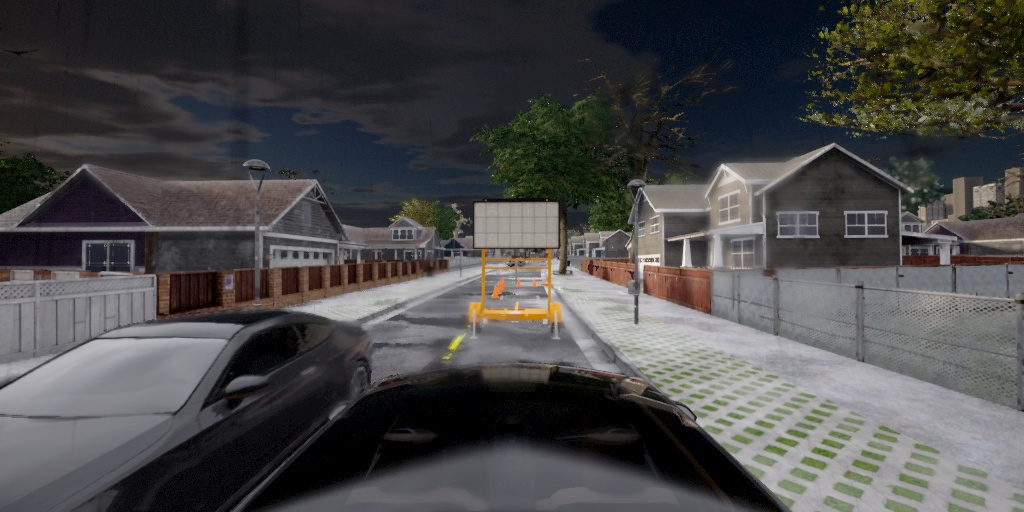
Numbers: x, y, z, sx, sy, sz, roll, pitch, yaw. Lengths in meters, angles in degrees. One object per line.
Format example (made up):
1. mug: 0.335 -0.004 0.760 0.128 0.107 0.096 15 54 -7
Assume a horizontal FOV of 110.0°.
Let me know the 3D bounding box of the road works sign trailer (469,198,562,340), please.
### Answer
1. road works sign trailer: 0.126 0.212 10.022 2.380 3.560 2.880 0 0 2

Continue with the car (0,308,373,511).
1. car: -2.814 1.276 3.172 1.812 1.442 4.674 0 0 1

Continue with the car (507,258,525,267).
1. car: 0.440 1.170 54.155 1.994 1.385 4.181 0 0 6
